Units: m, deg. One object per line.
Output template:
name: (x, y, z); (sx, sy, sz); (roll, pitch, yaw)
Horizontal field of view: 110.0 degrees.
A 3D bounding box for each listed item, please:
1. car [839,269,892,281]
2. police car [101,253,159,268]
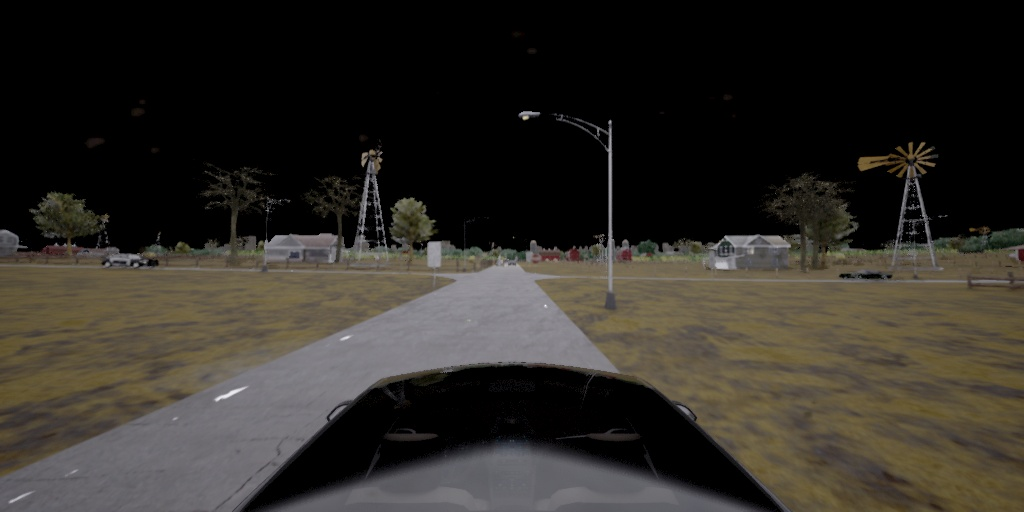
car: (41.127, 2.214, 41.841); (4.718, 1.301, 1.895); (0, -2, 1)
police car: (-41.733, 0.488, 39.328); (5.238, 1.638, 1.930); (1, -2, 0)
